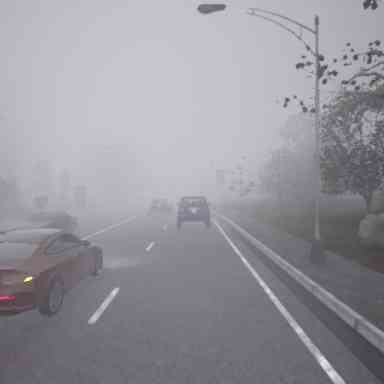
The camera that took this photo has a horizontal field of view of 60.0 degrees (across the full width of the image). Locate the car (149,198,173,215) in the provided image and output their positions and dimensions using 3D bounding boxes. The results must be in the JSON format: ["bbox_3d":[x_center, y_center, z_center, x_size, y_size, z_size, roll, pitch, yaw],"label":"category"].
[{"bbox_3d":[-3.054,1.360,34.240,2.097,1.767,4.553,0,0,3],"label":"car"}]

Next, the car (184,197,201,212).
[{"bbox_3d":[0.055,1.460,39.466,1.882,1.535,5.008,0,1,1],"label":"car"}]

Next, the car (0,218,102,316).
[{"bbox_3d":[-3.403,1.550,7.428,1.812,1.442,4.674,0,0,0],"label":"car"}]

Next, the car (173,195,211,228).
[{"bbox_3d":[0.108,1.253,22.694,2.150,2.045,5.566,0,0,0],"label":"car"}]

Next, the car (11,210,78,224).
[{"bbox_3d":[-7.040,1.584,15.908,2.033,1.411,5.357,0,0,0],"label":"car"}]
